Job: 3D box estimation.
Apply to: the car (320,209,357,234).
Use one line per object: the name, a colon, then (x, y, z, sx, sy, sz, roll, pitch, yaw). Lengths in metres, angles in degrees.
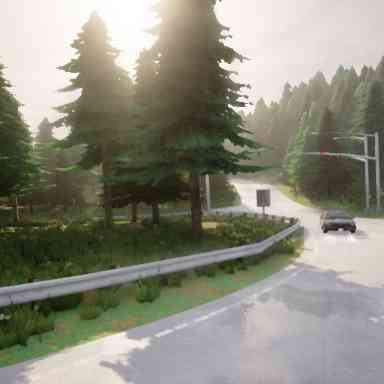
car: (9.389, 1.842, 21.757, 2.033, 1.411, 5.357, -3, -2, 18)
